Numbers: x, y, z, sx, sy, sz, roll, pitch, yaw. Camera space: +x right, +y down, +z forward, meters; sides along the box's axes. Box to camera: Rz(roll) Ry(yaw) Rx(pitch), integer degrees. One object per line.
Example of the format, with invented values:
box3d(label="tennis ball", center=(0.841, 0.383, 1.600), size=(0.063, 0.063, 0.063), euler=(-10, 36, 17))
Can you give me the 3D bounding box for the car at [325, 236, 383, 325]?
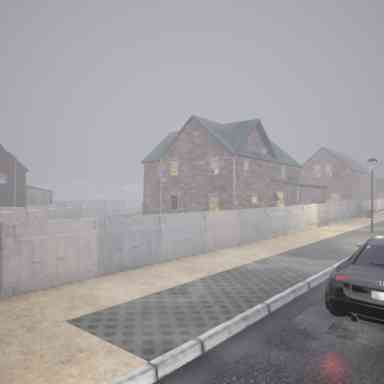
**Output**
box3d(label="car", center=(4.225, 1.576, 6.638), size=(1.994, 1.385, 4.181), euler=(0, 0, 40))
